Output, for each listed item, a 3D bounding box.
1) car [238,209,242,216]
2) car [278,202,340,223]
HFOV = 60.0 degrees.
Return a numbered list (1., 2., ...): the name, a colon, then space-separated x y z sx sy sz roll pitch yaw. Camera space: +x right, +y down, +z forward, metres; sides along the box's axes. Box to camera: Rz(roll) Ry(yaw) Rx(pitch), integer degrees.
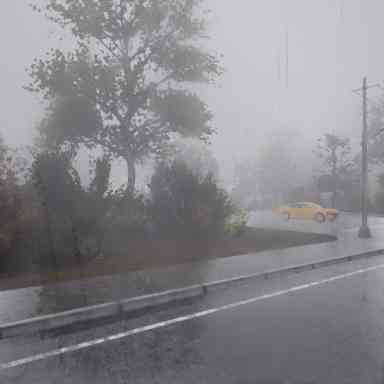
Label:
1. car: 2.976 1.584 34.329 2.097 1.767 4.553 0 -1 -43
2. car: 9.308 1.566 26.838 1.882 1.535 5.008 0 -1 -39
